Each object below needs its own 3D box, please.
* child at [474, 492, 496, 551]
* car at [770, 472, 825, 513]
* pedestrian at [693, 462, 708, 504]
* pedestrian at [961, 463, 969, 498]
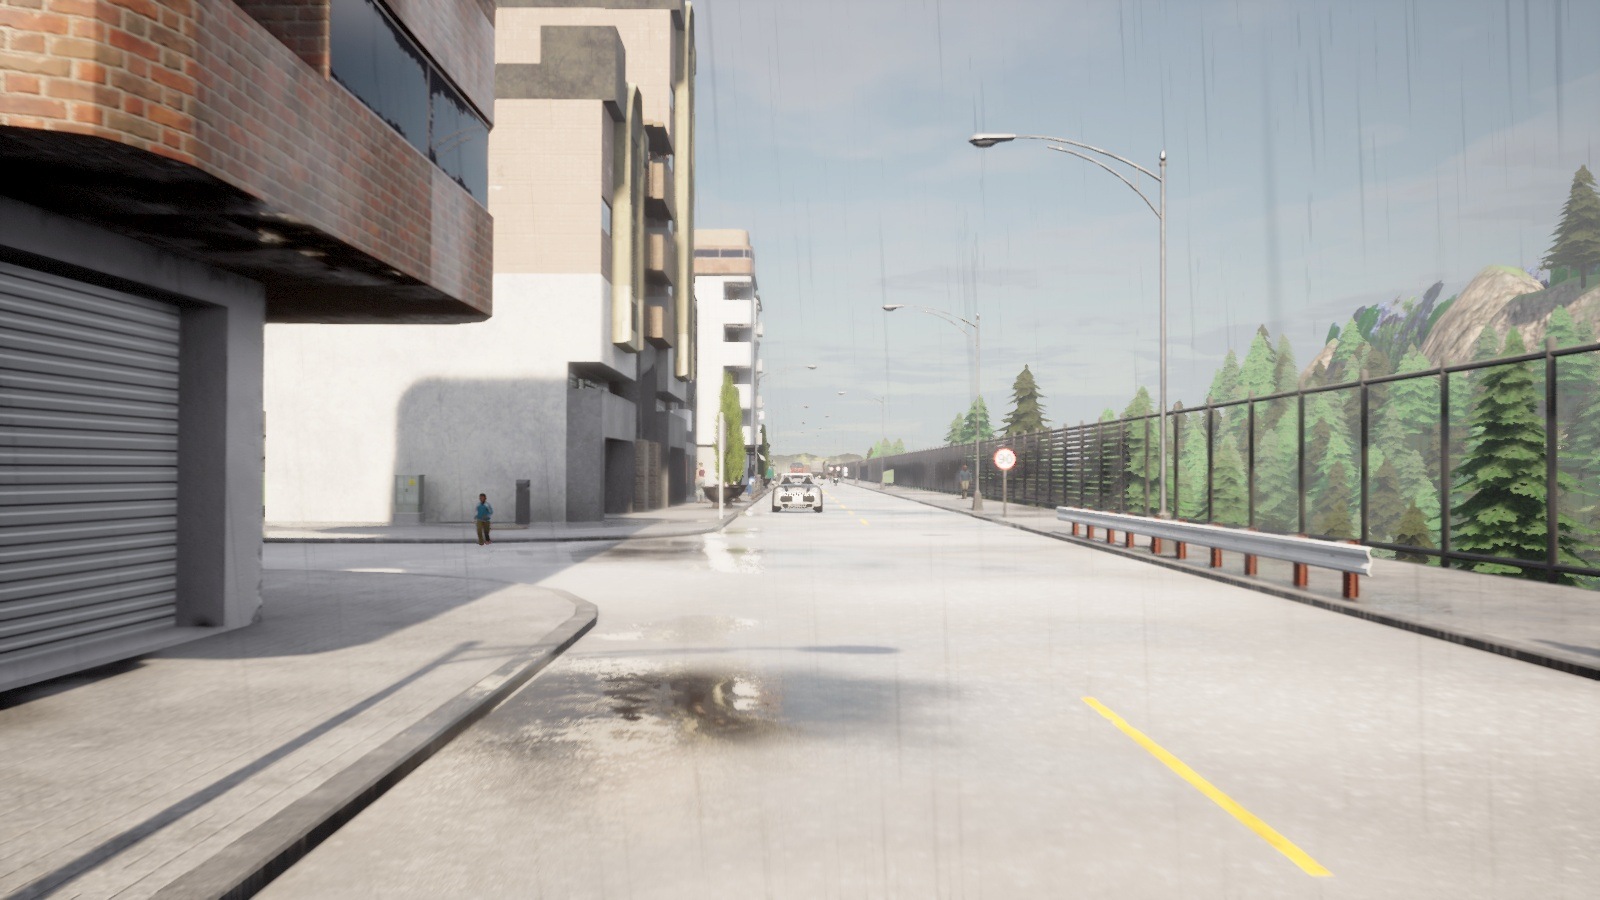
[{"bbox_3d":[-6.447,1.451,25.726,0.343,1.192,0.448,0,-1,0],"label":"child"},{"bbox_3d":[-0.094,1.580,47.775,1.970,1.475,3.806,0,-1,0],"label":"car"},{"bbox_3d":[-4.380,1.463,55.219,0.345,1.836,0.594,1,-1,-42],"label":"pedestrian"},{"bbox_3d":[8.590,1.585,65.414,0.370,1.835,0.726,0,-1,2],"label":"pedestrian"}]
